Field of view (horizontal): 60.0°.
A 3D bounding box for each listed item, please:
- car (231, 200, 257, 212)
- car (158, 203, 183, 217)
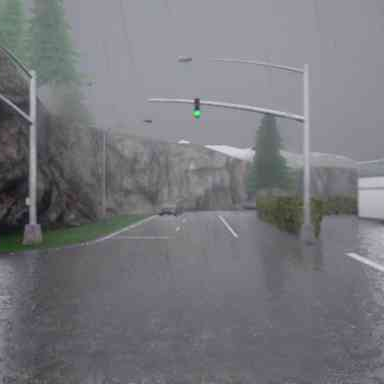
[{"bbox_3d":[7.875,1.914,45.817,4.902,1.511,2.128,0,-1,-12],"label":"car"},{"bbox_3d":[-2.223,1.921,36.112,2.033,1.411,5.357,-1,-1,9],"label":"car"}]
